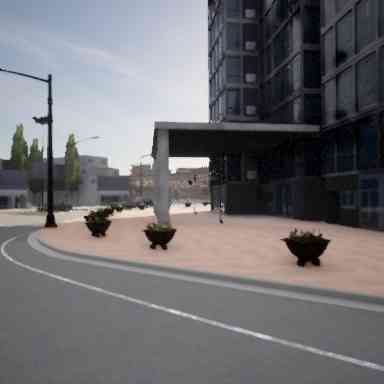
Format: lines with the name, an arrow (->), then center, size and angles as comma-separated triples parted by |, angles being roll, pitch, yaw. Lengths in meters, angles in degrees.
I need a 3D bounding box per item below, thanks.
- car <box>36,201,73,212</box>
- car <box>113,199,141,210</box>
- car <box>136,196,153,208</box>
car -> -19.260, 2.056, 46.689 | 2.128, 1.511, 4.902 | -1, -1, 44
car -> -10.563, 2.143, 51.167 | 1.895, 1.301, 4.718 | -1, -1, 32
car -> -8.961, 1.837, 60.426 | 2.150, 2.045, 5.566 | -1, -1, 33
